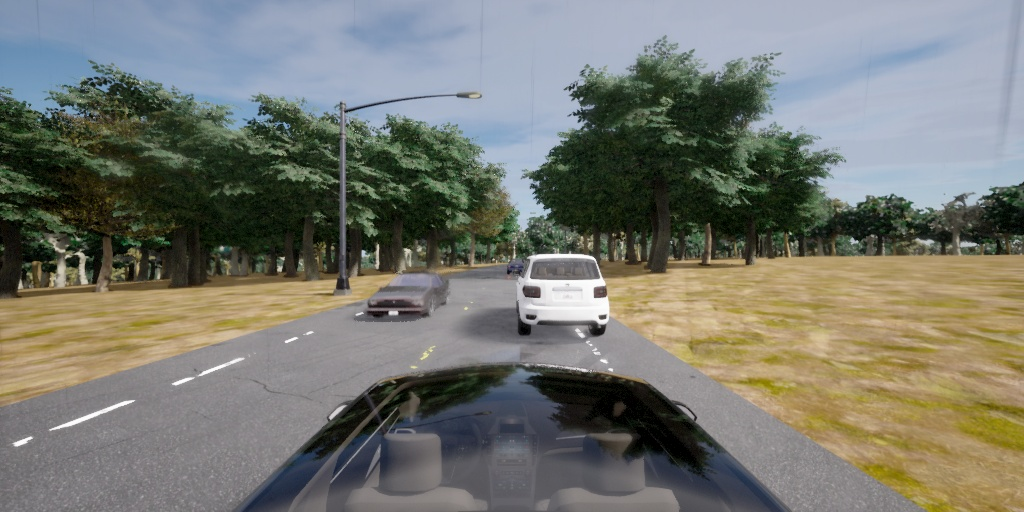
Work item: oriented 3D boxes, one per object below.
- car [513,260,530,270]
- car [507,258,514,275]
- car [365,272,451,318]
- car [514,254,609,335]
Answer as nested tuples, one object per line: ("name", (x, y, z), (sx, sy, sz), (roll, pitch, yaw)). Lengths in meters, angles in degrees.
("car", (1.406, 1.222, 49.275), (1.895, 1.301, 4.718), (0, 0, 7))
("car", (0.640, 1.027, 39.122), (2.097, 1.767, 4.553), (0, 0, 4))
("car", (-3.486, 1.294, 13.206), (2.033, 1.411, 5.357), (0, 0, 0))
("car", (1.230, 0.972, 10.610), (2.150, 2.045, 5.566), (0, 0, 0))
